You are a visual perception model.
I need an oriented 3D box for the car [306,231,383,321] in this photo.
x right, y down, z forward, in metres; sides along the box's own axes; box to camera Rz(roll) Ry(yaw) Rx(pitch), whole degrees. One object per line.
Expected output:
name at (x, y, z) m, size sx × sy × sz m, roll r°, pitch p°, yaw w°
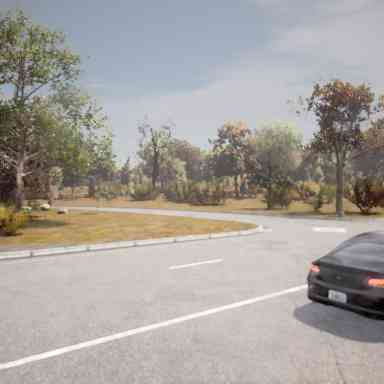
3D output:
car at (4.222, 1.529, 6.758) m, size 4.674 × 1.442 × 1.812 m, roll 0°, pitch 0°, yaw -36°
